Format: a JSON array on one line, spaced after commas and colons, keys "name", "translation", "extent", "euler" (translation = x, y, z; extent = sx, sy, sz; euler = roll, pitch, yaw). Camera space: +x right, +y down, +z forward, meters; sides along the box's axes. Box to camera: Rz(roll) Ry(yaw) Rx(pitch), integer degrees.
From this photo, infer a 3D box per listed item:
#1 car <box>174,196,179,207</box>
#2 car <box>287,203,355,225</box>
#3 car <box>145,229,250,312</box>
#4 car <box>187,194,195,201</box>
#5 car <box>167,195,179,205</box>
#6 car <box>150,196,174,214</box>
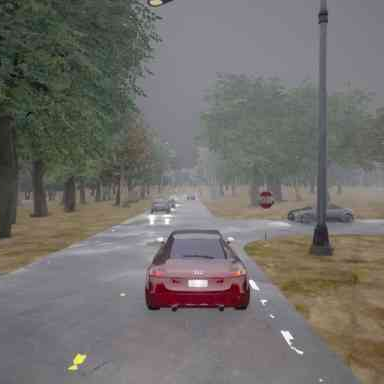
[{"name": "car", "translation": [-3.190, 1.441, 45.051], "extent": [2.033, 1.411, 5.357], "euler": [0, 0, 0]}, {"name": "car", "translation": [8.579, 1.413, 22.290], "extent": [4.181, 1.385, 1.994], "euler": [-1, 1, 0]}, {"name": "car", "translation": [0.090, 1.558, 7.796], "extent": [1.994, 1.385, 4.181], "euler": [0, 0, 0]}, {"name": "car", "translation": [-0.174, 1.199, 75.314], "extent": [1.837, 1.490, 4.892], "euler": [0, 0, 0]}, {"name": "car", "translation": [-3.212, 1.354, 57.343], "extent": [1.812, 1.442, 4.674], "euler": [0, 0, 0]}, {"name": "car", "translation": [-3.175, 1.432, 34.656], "extent": [1.837, 1.490, 4.892], "euler": [1, 0, 0]}]
